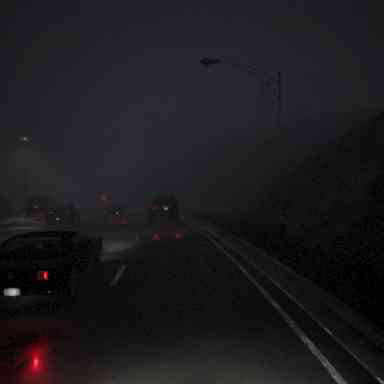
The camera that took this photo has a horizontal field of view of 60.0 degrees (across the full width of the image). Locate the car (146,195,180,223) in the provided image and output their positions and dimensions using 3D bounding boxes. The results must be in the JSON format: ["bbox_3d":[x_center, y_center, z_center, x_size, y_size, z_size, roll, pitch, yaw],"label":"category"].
[{"bbox_3d":[-2.349,1.260,25.974,2.150,2.045,5.566,0,0,-11],"label":"car"}]

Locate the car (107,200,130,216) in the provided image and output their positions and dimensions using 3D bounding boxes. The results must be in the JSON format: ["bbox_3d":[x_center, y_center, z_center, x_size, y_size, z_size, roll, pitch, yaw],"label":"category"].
[{"bbox_3d":[-7.768,1.710,34.058,1.895,1.301,4.718,-1,0,-15],"label":"car"}]

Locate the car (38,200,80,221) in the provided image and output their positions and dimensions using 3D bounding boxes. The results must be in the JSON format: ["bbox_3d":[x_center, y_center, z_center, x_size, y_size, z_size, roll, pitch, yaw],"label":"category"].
[{"bbox_3d":[-9.538,1.619,24.805,2.128,1.511,4.902,-1,0,-11],"label":"car"}]

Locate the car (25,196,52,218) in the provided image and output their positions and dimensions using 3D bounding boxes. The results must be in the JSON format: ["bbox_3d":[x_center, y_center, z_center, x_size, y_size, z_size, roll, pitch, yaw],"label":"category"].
[{"bbox_3d":[-14.926,1.419,32.939,2.150,2.045,5.566,0,0,-16],"label":"car"}]

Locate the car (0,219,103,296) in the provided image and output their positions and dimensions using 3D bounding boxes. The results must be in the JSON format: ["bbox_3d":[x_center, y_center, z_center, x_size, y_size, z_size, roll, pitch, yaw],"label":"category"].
[{"bbox_3d":[-3.621,1.649,8.634,1.895,1.301,4.718,-1,0,-4],"label":"car"}]

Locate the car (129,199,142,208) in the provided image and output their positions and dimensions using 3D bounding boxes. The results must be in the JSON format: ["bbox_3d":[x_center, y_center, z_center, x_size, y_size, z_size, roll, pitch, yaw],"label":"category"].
[{"bbox_3d":[-8.720,1.727,48.392,1.895,1.301,4.718,-1,0,-21],"label":"car"}]
